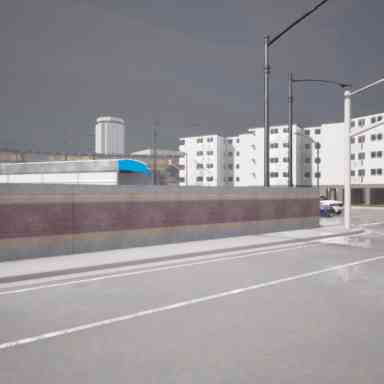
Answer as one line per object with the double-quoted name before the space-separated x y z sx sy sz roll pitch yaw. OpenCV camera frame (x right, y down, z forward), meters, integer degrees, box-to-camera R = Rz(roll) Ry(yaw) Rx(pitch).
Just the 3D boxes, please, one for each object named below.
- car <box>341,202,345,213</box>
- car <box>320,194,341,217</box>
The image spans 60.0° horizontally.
"car" 12.620 1.221 33.799 2.150 2.045 5.566 0 0 -35
"car" 10.710 1.352 30.364 2.097 1.767 4.553 0 0 -33
